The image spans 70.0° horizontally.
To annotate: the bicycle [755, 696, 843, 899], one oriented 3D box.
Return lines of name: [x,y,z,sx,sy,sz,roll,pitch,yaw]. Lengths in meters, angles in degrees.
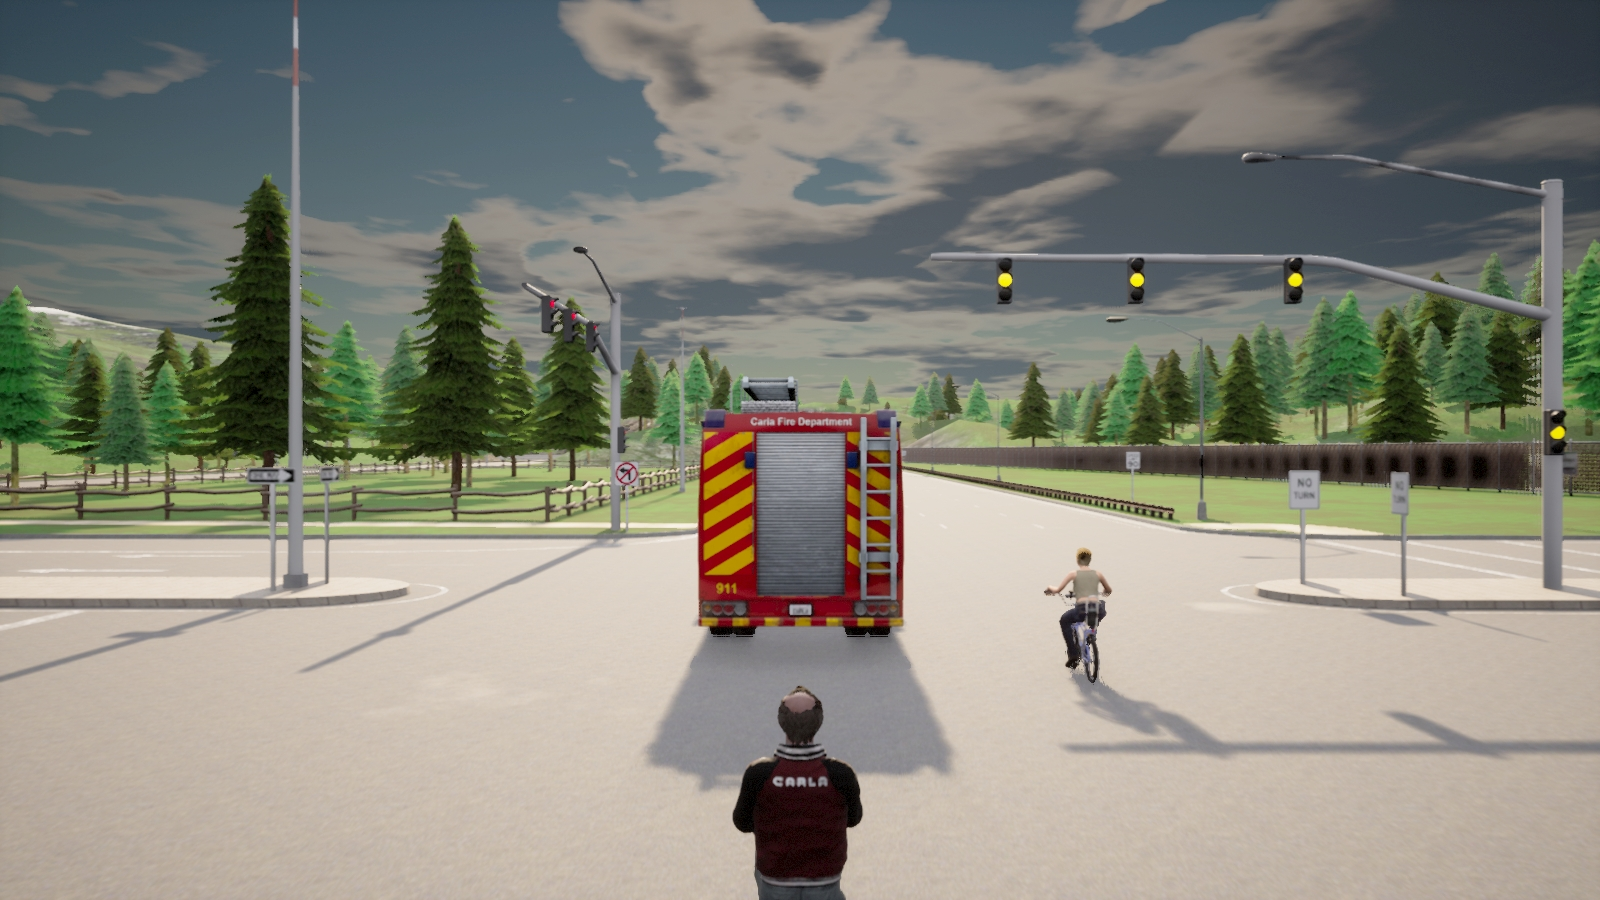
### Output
bicycle: [-0.004,2.060,5.215,0.329,1.471,1.835,0,0,0]

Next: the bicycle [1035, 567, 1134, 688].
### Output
bicycle: [3.489,2.158,14.140,0.859,1.277,1.487,0,0,0]

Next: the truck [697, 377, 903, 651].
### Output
truck: [0.000,0.890,20.200,2.891,3.827,8.468,0,0,0]
